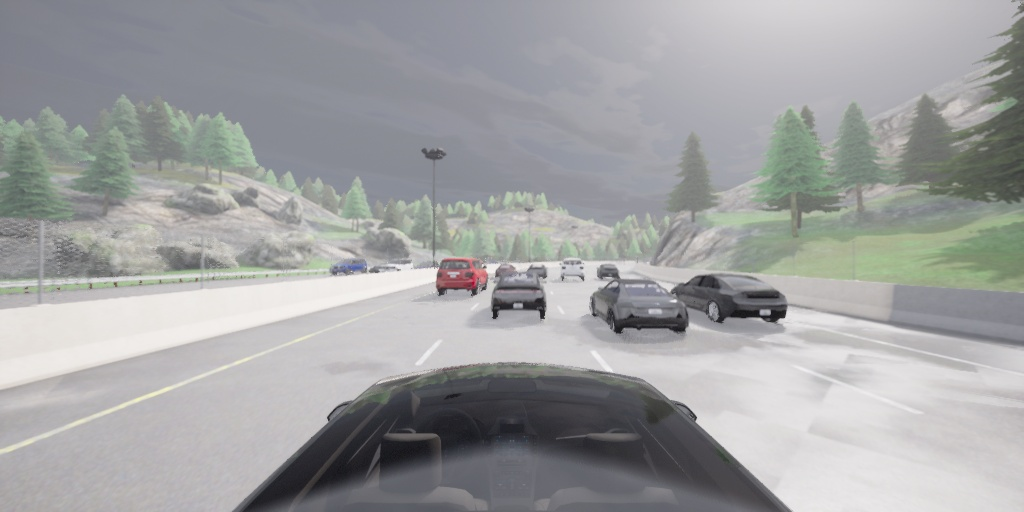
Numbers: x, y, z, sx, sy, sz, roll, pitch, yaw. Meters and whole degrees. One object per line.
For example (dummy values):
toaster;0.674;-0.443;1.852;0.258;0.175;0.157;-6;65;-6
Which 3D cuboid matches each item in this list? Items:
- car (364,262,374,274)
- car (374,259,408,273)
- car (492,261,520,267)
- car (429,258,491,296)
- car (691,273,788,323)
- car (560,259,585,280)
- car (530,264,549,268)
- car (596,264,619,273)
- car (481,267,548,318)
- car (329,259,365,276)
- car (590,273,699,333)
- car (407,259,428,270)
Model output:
car;-16.962;1.734;47.026;1.994;1.385;4.181;0;-1;11
car;-14.050;1.358;43.880;2.150;2.045;5.566;0;0;11
car;-0.574;1.606;38.630;1.812;1.442;4.674;0;0;10
car;-2.789;1.148;20.967;2.150;2.045;5.566;0;0;4
car;7.245;1.347;12.552;1.837;1.490;4.892;0;0;2
car;5.905;1.265;35.010;2.150;2.045;5.566;0;0;9
car;2.703;1.555;36.976;2.128;1.511;4.902;0;0;9
car;9.665;1.556;36.222;1.837;1.490;4.892;0;0;9
car;0.292;1.348;13.534;2.128;1.511;4.902;0;0;2
car;-20.790;1.384;45.825;2.150;2.045;5.566;0;-1;11
car;3.702;1.395;11.105;1.994;1.385;4.181;0;0;2
car;-10.460;1.488;43.843;2.097;1.767;4.553;0;-1;11
